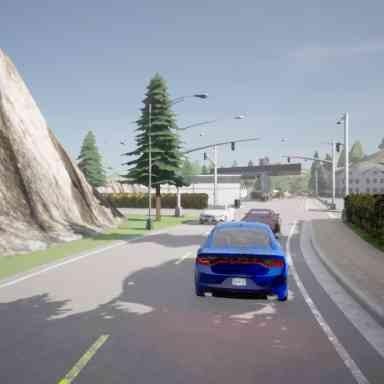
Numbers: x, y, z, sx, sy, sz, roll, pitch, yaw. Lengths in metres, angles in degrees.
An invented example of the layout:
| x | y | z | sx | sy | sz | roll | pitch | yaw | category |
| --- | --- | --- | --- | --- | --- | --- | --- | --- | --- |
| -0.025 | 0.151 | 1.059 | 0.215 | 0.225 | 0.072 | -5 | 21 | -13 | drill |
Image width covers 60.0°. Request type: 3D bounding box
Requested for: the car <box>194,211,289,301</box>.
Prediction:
| x | y | z | sx | sy | sz | roll | pitch | yaw | category |
| --- | --- | --- | --- | --- | --- | --- | --- | --- | --- |
| 1.287 | 1.478 | 8.474 | 1.882 | 1.535 | 5.008 | 0 | 0 | 10 | car |

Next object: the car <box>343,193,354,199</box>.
| x | y | z | sx | sy | sz | roll | pitch | yaw | category |
| --- | --- | --- | --- | --- | --- | --- | --- | --- | --- |
| 40.162 | 1.077 | 82.998 | 3.866 | 1.878 | 1.905 | 0 | 0 | 19 | car |

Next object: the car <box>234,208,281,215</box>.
| x | y | z | sx | sy | sz | roll | pitch | yaw | category |
| --- | --- | --- | --- | --- | --- | --- | --- | --- | --- |
| 3.687 | 1.564 | 17.664 | 1.994 | 1.385 | 4.181 | 0 | 0 | 17 | car |

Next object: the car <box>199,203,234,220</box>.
| x | y | z | sx | sy | sz | roll | pitch | yaw | category |
| --- | --- | --- | --- | --- | --- | --- | --- | --- | --- |
| 1.958 | 1.546 | 24.196 | 1.812 | 1.442 | 4.674 | 0 | 0 | 19 | car |
